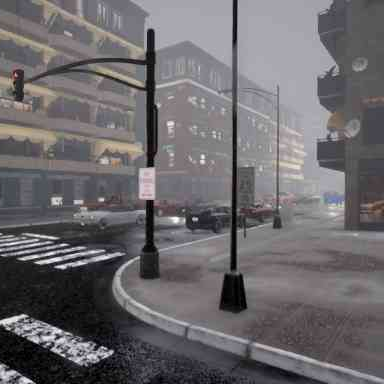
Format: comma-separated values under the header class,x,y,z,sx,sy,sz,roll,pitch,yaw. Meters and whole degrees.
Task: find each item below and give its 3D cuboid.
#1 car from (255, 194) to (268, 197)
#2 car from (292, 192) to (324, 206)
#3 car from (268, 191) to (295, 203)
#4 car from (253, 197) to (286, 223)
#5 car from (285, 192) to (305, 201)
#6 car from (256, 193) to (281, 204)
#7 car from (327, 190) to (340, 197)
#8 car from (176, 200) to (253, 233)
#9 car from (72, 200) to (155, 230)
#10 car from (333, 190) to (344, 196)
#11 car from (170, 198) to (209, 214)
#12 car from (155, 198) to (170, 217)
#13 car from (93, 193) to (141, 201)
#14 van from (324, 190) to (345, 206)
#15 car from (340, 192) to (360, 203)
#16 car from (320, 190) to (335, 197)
class,x,y,z,sx,sy,sz,roll,pitch,yaw
car,5.736,1.012,34.309,1.837,1.490,4.892,1,1,35
car,14.380,0.982,41.053,1.895,1.301,4.718,1,1,35
car,11.440,0.717,42.371,2.097,1.767,4.553,1,1,36
car,4.553,1.283,22.560,1.802,1.307,4.206,2,2,35
car,16.950,0.719,54.750,1.947,1.339,4.313,2,2,35
car,10.541,0.880,45.638,1.947,1.339,4.313,2,2,35
car,32.973,0.335,77.532,1.802,1.307,4.206,2,2,35
car,1.349,1.348,18.003,1.947,1.339,4.313,2,2,35
car,-4.609,1.368,19.607,1.895,1.301,4.718,1,1,35
car,36.178,0.255,82.089,1.802,1.307,4.206,2,2,35
car,0.484,1.203,26.873,1.994,1.385,4.181,1,1,34
car,-2.278,1.180,27.412,1.887,1.381,4.507,2,2,35
car,-5.480,1.031,22.850,2.192,1.841,5.009,2,2,35
van,17.375,0.721,40.780,1.690,1.788,3.998,2,2,35
car,23.782,0.763,49.897,1.887,1.381,4.507,2,2,35
car,29.769,0.378,72.976,1.887,1.381,4.507,2,2,35
